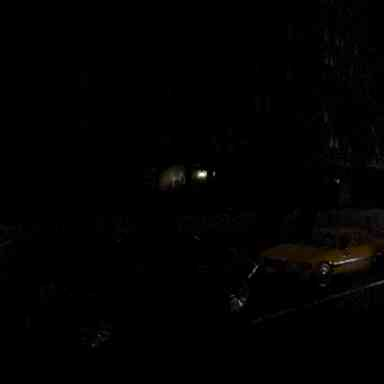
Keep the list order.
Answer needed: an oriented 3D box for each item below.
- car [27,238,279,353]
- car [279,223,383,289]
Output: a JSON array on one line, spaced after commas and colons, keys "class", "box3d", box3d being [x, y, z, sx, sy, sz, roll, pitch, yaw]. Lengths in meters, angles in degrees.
[{"class": "car", "box3d": [-0.636, 1.592, 6.194, 4.313, 1.339, 1.947, 1, 0, -35]}, {"class": "car", "box3d": [3.847, 1.601, 9.391, 4.829, 1.417, 1.752, 1, 0, -35]}]
